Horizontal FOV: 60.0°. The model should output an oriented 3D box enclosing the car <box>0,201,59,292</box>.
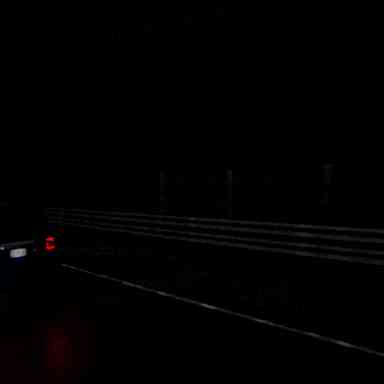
[{"bbox_3d":[-5.408,1.227,7.781,5.566,2.045,2.150,0,0,36],"label":"car"}]
